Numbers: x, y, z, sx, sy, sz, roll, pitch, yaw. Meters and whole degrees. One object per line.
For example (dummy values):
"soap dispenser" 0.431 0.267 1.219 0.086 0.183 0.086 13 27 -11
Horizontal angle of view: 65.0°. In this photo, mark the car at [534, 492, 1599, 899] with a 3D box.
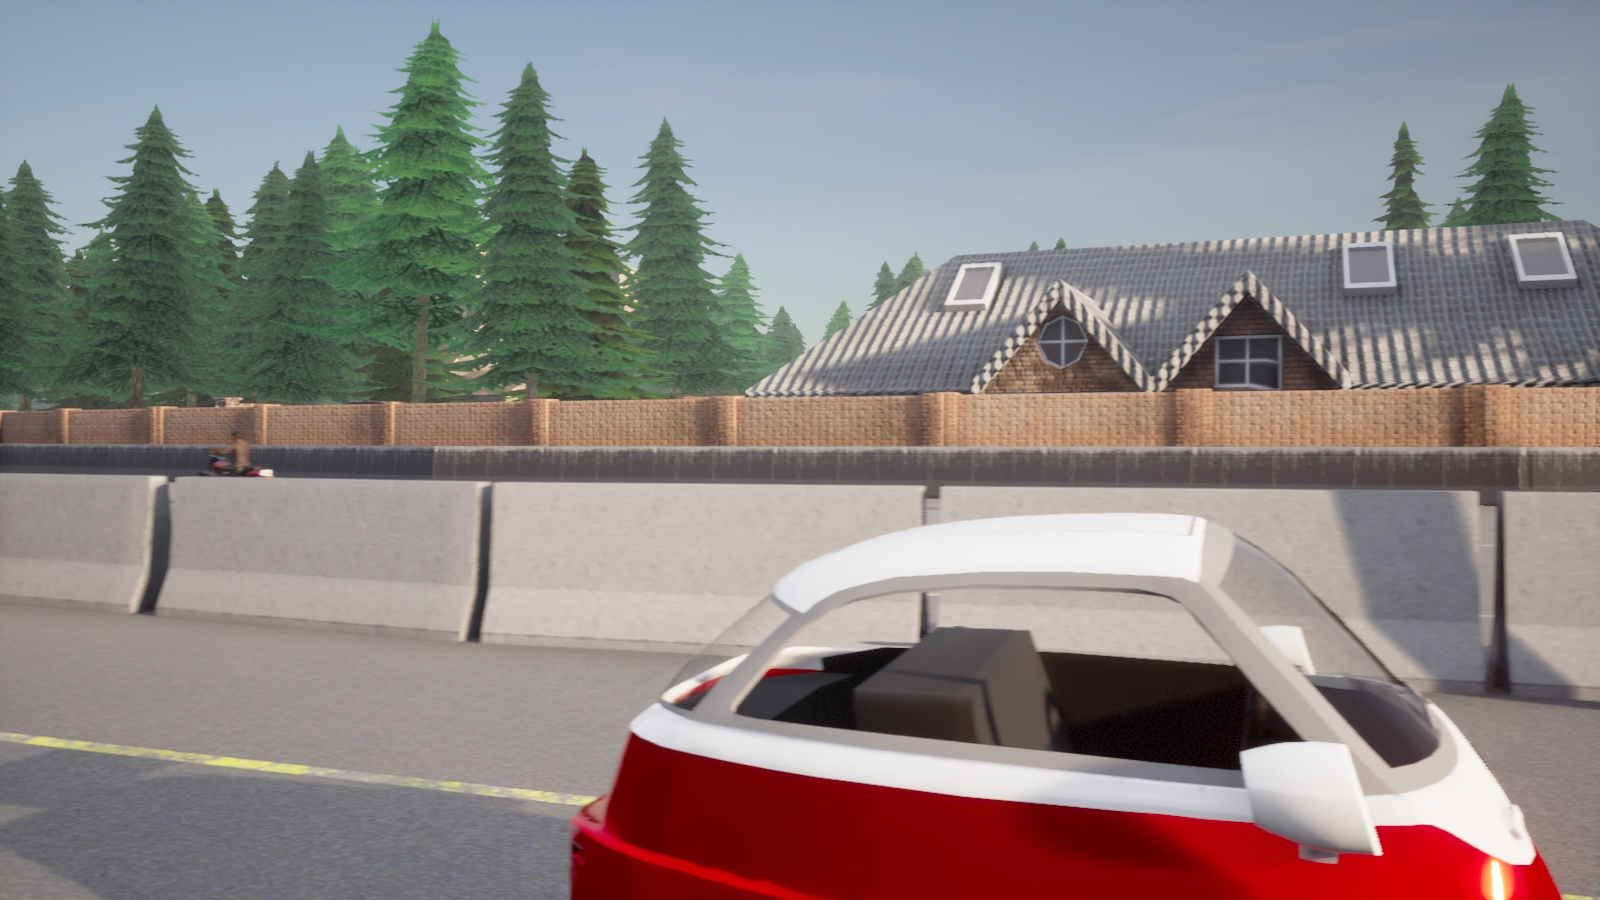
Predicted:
"car" 0.740 0.838 2.932 2.207 1.376 1.481 0 1 18

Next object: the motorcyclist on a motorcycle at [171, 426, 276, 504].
"motorcyclist on a motorcycle" -12.531 0.298 27.271 2.350 1.649 0.766 1 1 26
